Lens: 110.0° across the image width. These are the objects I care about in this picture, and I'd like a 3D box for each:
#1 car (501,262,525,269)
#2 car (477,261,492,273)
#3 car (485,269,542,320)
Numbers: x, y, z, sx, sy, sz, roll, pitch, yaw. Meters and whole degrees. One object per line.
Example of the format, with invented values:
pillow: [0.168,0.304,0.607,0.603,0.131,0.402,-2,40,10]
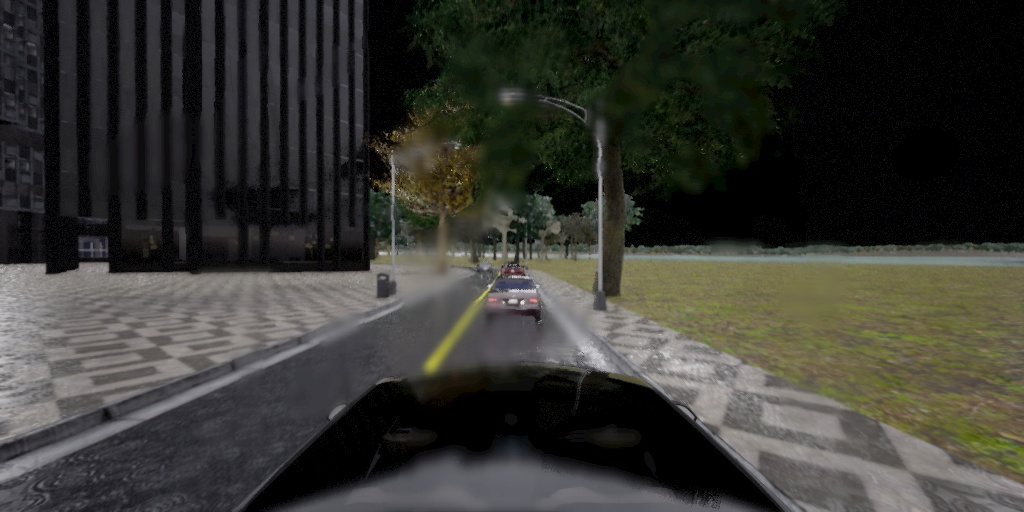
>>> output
car: [0.056,1.286,32.428,2.097,1.767,4.553,0,0,0]
car: [-3.634,1.461,47.675,2.128,1.511,4.902,0,0,-7]
car: [0.066,1.387,12.994,2.033,1.411,5.357,0,0,0]
